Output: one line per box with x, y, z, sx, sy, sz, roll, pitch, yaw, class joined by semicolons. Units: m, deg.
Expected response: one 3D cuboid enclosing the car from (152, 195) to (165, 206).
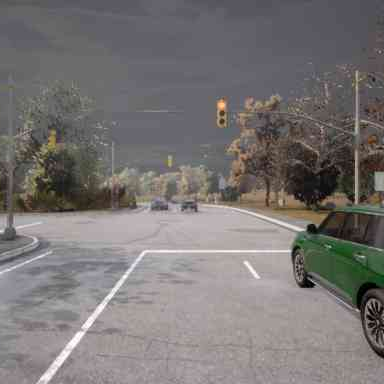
-6.479;1.662;63.629;2.150;2.045;5.566;0;-1;-10;car

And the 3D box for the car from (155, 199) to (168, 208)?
-4.960;1.766;53.263;2.033;1.411;5.357;0;-1;-6;car

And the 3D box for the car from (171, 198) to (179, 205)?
-3.937;2.316;81.076;2.128;1.511;4.902;0;-1;-22;car

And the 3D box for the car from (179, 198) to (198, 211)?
-0.379;1.552;40.624;1.837;1.490;4.892;0;0;-1;car

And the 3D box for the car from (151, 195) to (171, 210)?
-4.167;1.425;43.060;2.097;1.767;4.553;0;-1;-3;car

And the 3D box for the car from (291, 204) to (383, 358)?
3.581;1.221;6.105;2.150;2.045;5.566;0;0;0;car
